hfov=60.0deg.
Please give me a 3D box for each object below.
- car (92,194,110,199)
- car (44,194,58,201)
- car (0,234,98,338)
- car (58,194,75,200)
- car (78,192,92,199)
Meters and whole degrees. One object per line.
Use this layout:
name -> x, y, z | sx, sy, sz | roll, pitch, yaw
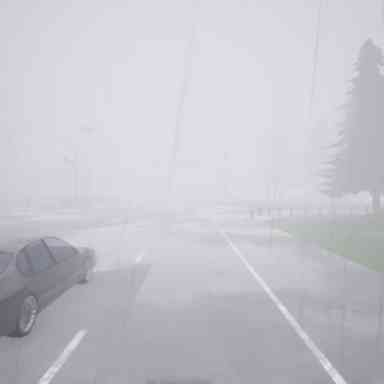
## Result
car -> -21.569, 1.324, 79.245 | 1.895, 1.301, 4.718 | 0, 0, 0
car -> -32.028, 1.267, 76.049 | 1.812, 1.442, 4.674 | 0, 0, 0
car -> -3.446, 1.547, 6.537 | 2.033, 1.411, 5.357 | 0, 0, 0
car -> -28.537, 1.263, 77.232 | 2.128, 1.511, 4.902 | 0, 0, 0
car -> -25.046, 0.959, 78.287 | 2.150, 2.045, 5.566 | 0, 0, 0
